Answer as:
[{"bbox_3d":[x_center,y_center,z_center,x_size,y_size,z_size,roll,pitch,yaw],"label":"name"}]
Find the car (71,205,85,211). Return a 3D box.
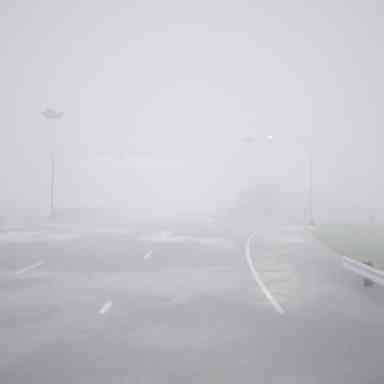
[{"bbox_3d":[-30.683,4.305,89.953,2.097,1.767,4.553,0,-3,1],"label":"car"}]

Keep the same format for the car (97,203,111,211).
[{"bbox_3d":[-23.684,4.171,89.809,2.150,2.045,5.566,0,-3,1],"label":"car"}]

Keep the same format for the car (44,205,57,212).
[{"bbox_3d":[-30.894,3.678,73.681,1.837,1.490,4.892,0,-3,1],"label":"car"}]

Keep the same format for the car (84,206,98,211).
[{"bbox_3d":[-27.184,4.473,89.869,2.128,1.511,4.902,0,-3,1],"label":"car"}]

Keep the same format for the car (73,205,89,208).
[{"bbox_3d":[-23.894,3.677,73.590,1.837,1.490,4.892,0,-3,1],"label":"car"}]

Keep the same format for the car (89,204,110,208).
[{"bbox_3d":[-20.395,3.716,73.543,2.033,1.411,5.357,0,-3,1],"label":"car"}]

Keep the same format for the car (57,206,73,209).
[{"bbox_3d":[-27.394,3.771,73.602,1.895,1.301,4.718,0,-3,1],"label":"car"}]
